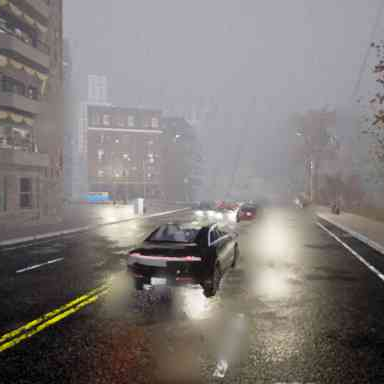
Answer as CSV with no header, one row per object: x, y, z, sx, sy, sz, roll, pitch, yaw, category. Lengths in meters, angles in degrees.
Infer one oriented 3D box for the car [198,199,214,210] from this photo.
2.036,1.613,43.419,1.895,1.301,4.718,0,0,12,car

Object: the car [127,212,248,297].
0.030,1.495,8.698,2.128,1.511,4.902,0,0,16,car

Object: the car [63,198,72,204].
-19.583,1.143,48.176,4.206,1.307,1.802,1,-1,-17,car

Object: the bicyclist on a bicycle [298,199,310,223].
8.518,1.374,24.860,0.659,1.776,1.843,0,0,14,bicyclist on a bicycle

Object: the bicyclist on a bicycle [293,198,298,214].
10.916,1.438,34.519,0.866,1.612,1.509,0,0,13,bicyclist on a bicycle

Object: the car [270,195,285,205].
15.558,1.597,59.712,1.895,1.301,4.718,0,0,11,car

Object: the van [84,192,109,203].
-16.479,0.924,57.849,3.998,1.788,1.690,1,-1,-17,van

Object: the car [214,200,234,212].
4.119,1.610,38.273,1.895,1.301,4.718,0,0,14,car

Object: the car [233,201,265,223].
4.625,1.571,25.980,1.994,1.385,4.181,0,0,14,car

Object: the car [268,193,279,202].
17.798,1.215,71.919,2.150,2.045,5.566,0,0,10,car
